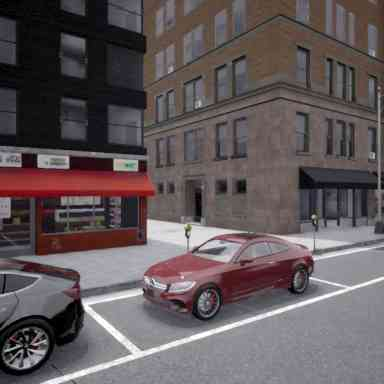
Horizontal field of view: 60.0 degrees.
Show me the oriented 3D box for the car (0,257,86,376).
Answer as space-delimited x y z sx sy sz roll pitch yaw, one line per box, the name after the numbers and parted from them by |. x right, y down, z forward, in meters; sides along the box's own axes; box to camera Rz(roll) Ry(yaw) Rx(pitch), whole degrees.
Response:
-3.523 1.566 4.022 4.313 1.339 1.947 0 0 -36 | car

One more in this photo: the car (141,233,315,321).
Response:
0.954 1.582 7.218 4.206 1.307 1.802 0 0 -36 | car
